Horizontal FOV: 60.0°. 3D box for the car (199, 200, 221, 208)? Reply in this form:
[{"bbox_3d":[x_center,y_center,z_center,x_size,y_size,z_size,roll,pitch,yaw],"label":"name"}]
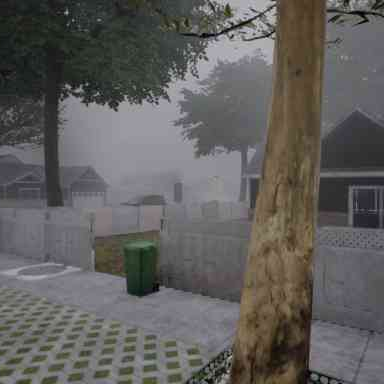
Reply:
[{"bbox_3d":[2.648,1.695,43.579,1.994,1.385,4.181,1,0,35],"label":"car"}]

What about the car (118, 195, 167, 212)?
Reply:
[{"bbox_3d":[-4.822,1.306,32.800,2.150,2.045,5.566,1,0,36],"label":"car"}]
